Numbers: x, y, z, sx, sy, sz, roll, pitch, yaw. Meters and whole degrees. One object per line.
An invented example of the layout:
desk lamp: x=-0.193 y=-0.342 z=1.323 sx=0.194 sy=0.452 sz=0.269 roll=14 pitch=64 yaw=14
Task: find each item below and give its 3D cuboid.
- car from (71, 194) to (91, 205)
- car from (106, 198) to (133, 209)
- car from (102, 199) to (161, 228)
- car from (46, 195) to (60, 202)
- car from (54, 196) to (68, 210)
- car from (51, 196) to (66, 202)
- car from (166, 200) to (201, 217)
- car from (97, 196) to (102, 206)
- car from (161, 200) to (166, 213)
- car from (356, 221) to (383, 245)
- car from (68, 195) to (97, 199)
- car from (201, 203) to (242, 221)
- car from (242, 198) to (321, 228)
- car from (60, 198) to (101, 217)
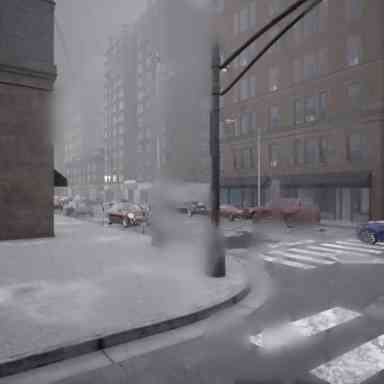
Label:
car: x=-19.933 y=1.298 z=59.656 sx=2.097 sy=1.767 sz=4.553 roll=0 pitch=0 yaw=-35
car: x=-9.797 y=1.532 z=44.789 sx=1.947 sy=1.339 sz=4.313 roll=0 pitch=0 yaw=-35
car: x=-4.054 y=1.430 z=21.789 sx=1.967 sy=1.590 sz=4.097 roll=0 pitch=0 yaw=-35
car: x=-32.029 y=1.471 z=76.424 sx=2.008 sy=1.369 sz=4.403 roll=0 pitch=0 yaw=-35
car: x=-16.761 y=1.512 z=39.871 sx=1.887 sy=1.381 sz=4.507 roll=0 pitch=0 yaw=-35
car: x=-28.853 y=1.478 z=71.905 sx=2.008 sy=1.369 sz=4.403 roll=0 pitch=0 yaw=-35
car: x=-0.269 y=1.550 z=31.231 sx=1.947 sy=1.339 sz=4.313 roll=0 pitch=0 yaw=-35
car: x=-15.899 y=1.457 z=53.972 sx=1.837 sy=1.490 sz=4.892 roll=0 pitch=0 yaw=-35
car: x=-3.445 y=1.529 z=35.751 sx=2.008 sy=1.369 sz=4.403 roll=0 pitch=0 yaw=-35
car: x=9.018 y=1.528 z=13.221 sx=1.812 sy=1.442 sz=4.674 roll=0 pitch=0 yaw=-35
car: x=-16.197 y=1.436 z=49.089 sx=1.882 sy=1.535 sz=5.008 roll=0 pitch=0 yaw=-35
car: x=2.907 y=1.571 z=26.712 sx=1.802 sy=1.307 sz=4.206 roll=0 pitch=0 yaw=-35
car: x=6.084 y=1.309 z=22.193 sx=2.192 sy=1.841 sz=5.009 roll=0 pitch=0 yaw=-35
car: x=-10.407 y=1.530 z=30.830 sx=2.008 sy=1.369 sz=4.403 roll=0 pitch=0 yaw=-35
